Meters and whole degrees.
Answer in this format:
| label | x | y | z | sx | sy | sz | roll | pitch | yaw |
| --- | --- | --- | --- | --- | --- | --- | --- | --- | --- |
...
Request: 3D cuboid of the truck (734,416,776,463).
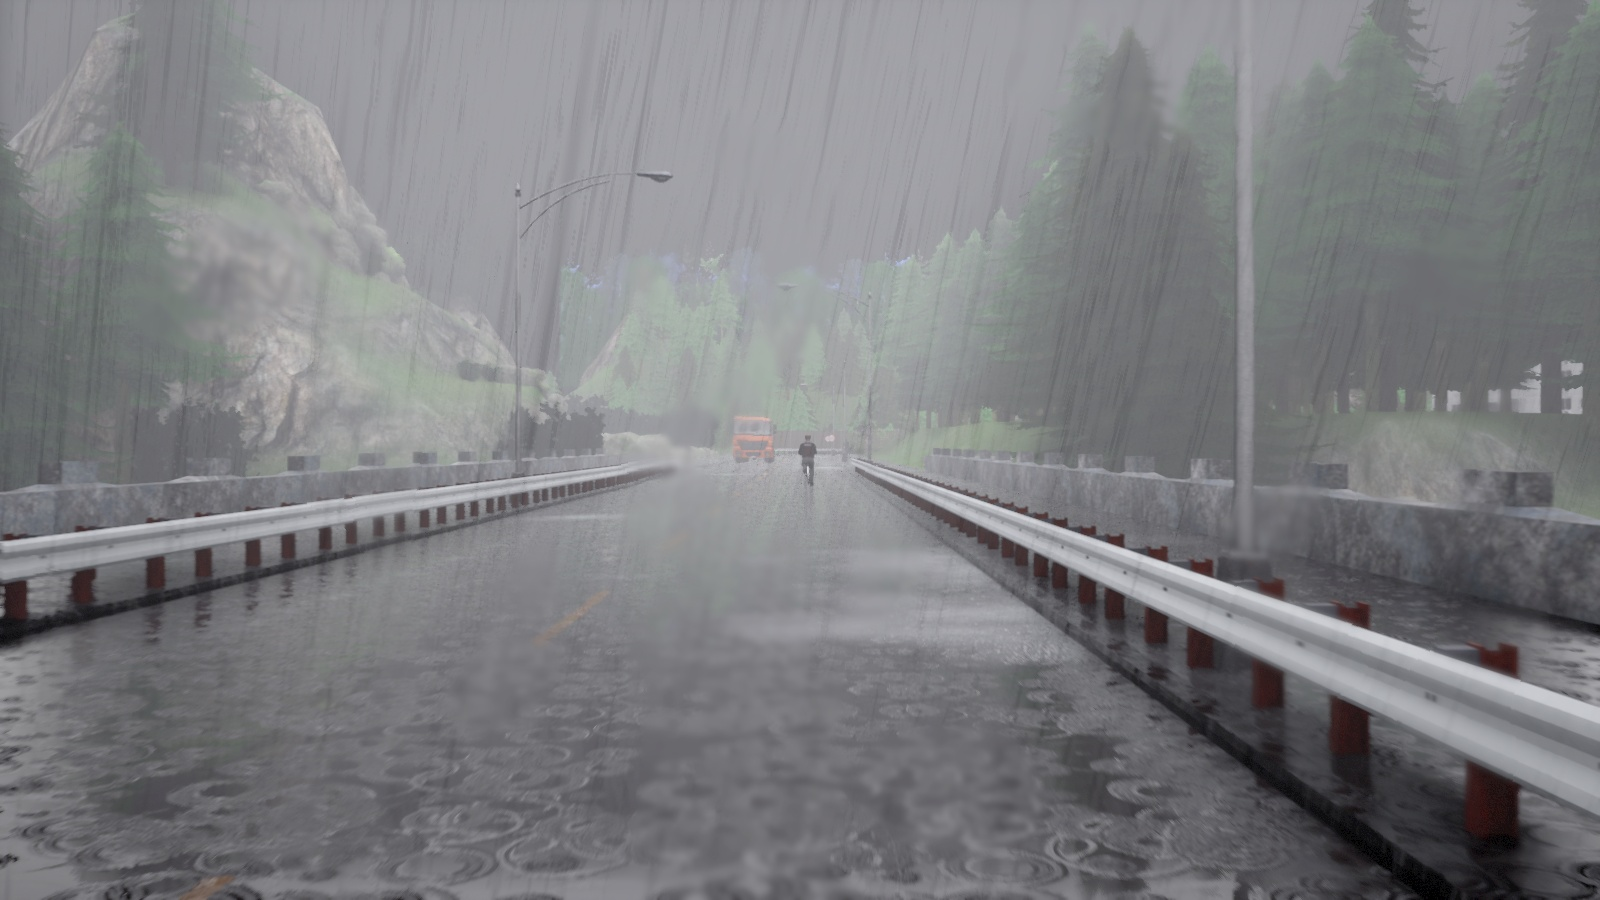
| label | x | y | z | sx | sy | sz | roll | pitch | yaw |
| --- | --- | --- | --- | --- | --- | --- | --- | --- | --- |
| truck | -3.415 | -0.781 | 96.261 | 2.891 | 3.462 | 7.936 | 0 | 0 | 0 |
